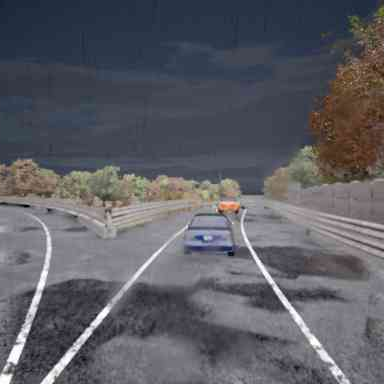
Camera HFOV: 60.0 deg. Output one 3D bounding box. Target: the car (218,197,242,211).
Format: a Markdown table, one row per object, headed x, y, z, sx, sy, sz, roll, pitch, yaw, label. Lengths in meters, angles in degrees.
| x | y | z | sx | sy | sz | roll | pitch | yaw | label |
| --- | --- | --- | --- | --- | --- | --- | --- | --- | --- |
| 4.122 | 1.388 | 36.902 | 2.097 | 1.767 | 4.553 | 0 | -1 | 10 | car |

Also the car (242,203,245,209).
| x | y | z | sx | sy | sz | roll | pitch | yaw | label |
| --- | --- | --- | --- | --- | --- | --- | --- | --- | --- |
| 9.536 | 2.838 | 66.864 | 1.994 | 1.385 | 4.181 | 0 | -4 | 12 | car |

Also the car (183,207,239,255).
| x | y | z | sx | sy | sz | roll | pitch | yaw | label |
| --- | --- | --- | --- | --- | --- | --- | --- | --- | --- |
| 0.726 | 1.542 | 13.252 | 2.033 | 1.411 | 5.357 | 0 | 0 | 5 | car |
